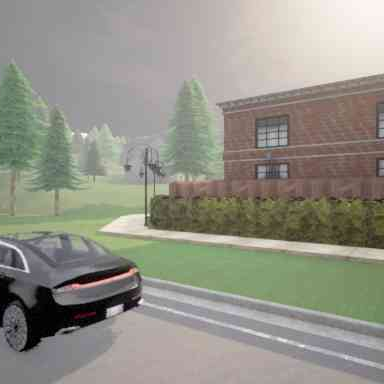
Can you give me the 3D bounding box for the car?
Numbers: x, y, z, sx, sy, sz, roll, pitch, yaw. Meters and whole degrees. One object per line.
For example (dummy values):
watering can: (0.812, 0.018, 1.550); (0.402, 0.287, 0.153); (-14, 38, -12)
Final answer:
car: (-3.076, 1.491, 6.184); (4.902, 1.511, 2.128); (0, 0, 36)
